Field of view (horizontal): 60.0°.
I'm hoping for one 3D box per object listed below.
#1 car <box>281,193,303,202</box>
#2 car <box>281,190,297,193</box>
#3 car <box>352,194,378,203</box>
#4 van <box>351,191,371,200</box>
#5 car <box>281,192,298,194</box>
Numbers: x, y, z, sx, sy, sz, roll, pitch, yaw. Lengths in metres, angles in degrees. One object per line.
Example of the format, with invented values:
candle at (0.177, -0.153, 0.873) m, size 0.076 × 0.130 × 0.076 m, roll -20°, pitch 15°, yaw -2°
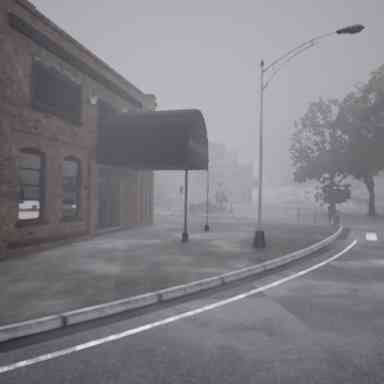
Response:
car at (25.418, 1.713, 82.902) m, size 4.674 × 1.452 × 2.002 m, roll -1°, pitch 3°, yaw -7°
car at (26.791, 1.192, 88.626) m, size 4.553 × 1.767 × 2.185 m, roll -1°, pitch 4°, yaw -7°
car at (42.302, 1.845, 80.565) m, size 5.008 × 1.535 × 2.097 m, roll 0°, pitch 4°, yaw -5°
van at (43.209, 1.441, 83.450) m, size 4.442 × 1.987 × 1.878 m, roll 0°, pitch 4°, yaw -5°
car at (26.118, 1.524, 85.774) m, size 4.792 × 1.488 × 2.163 m, roll -1°, pitch 3°, yaw -7°
